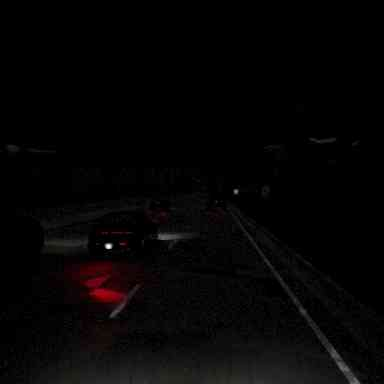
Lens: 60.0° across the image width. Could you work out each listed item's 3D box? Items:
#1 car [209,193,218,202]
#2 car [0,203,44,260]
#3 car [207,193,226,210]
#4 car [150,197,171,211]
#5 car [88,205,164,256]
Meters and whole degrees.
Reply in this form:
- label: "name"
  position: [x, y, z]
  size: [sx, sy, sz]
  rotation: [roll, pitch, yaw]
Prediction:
- label: "car"
  position: [5.059, 1.263, 79.095]
  size: [2.150, 2.045, 5.566]
  rotation: [0, 0, 3]
- label: "car"
  position: [-6.320, 1.197, 9.180]
  size: [2.150, 2.045, 5.566]
  rotation: [0, 0, 4]
- label: "car"
  position: [3.123, 1.243, 42.415]
  size: [2.150, 2.045, 5.566]
  rotation: [0, 0, 4]
- label: "car"
  position: [-3.941, 1.345, 41.817]
  size: [2.097, 1.767, 4.553]
  rotation: [0, 0, 4]
- label: "car"
  position: [-2.529, 1.497, 13.176]
  size: [1.837, 1.490, 4.892]
  rotation: [0, 0, 4]
